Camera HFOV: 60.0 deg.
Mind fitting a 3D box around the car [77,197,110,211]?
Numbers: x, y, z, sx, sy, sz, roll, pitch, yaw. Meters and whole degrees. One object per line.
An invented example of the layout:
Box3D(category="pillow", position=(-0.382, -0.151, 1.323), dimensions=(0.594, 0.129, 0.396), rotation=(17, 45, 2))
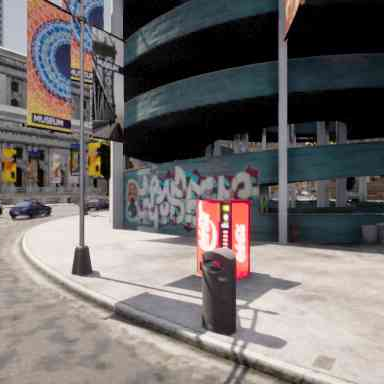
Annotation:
Box3D(category="car", position=(-11.366, 1.547, 41.542), dimensions=(2.033, 1.411, 5.357), rotation=(0, 0, 25))

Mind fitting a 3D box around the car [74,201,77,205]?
Box3D(category="car", position=(-16.469, 1.547, 54.016), dimensions=(2.033, 1.411, 5.357), rotation=(0, 0, 34))

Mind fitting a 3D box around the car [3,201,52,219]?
Box3D(category="car", position=(-14.197, 1.525, 29.442), dimensions=(1.812, 1.442, 4.674), rotation=(0, 0, 2))

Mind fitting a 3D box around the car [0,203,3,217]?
Box3D(category="car", position=(-17.864, 1.218, 27.419), dimensions=(2.150, 2.045, 5.566), rotation=(0, 0, 0))

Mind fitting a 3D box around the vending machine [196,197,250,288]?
Box3D(category="vending machine", position=(0.791, 1.195, 8.448), dimensions=(0.880, 2.100, 1.100), rotation=(0, 0, 45))
